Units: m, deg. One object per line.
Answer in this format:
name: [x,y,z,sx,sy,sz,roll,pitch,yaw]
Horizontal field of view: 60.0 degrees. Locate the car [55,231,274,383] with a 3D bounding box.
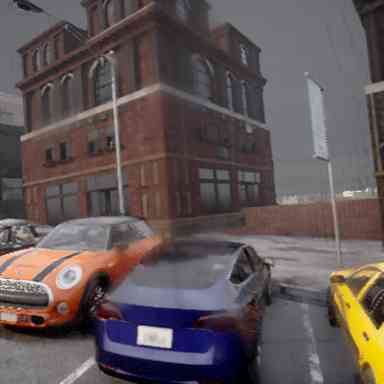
car: [0.253,1.524,5.571,2.163,1.488,4.792,0,-1,15]

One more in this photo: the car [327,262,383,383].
car: [2.777,1.485,3.952,1.946,1.575,5.366,0,-1,16]

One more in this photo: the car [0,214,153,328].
car: [-2.226,1.378,7.337,2.185,1.767,4.553,0,-1,15]
